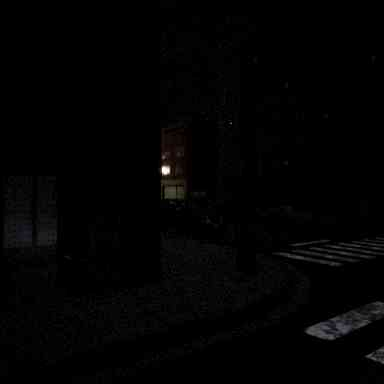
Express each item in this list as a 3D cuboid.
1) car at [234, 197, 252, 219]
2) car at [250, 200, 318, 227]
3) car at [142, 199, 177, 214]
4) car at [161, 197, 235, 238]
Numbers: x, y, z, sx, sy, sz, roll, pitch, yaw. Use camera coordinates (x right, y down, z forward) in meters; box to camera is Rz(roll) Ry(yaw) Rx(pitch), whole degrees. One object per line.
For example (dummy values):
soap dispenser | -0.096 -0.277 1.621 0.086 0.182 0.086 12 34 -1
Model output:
car | 2.939 1.313 27.160 2.192 1.841 5.009 0 0 -35
car | 6.129 1.529 22.669 1.752 1.417 4.829 0 0 -35
car | -3.643 1.530 36.417 1.887 1.381 4.507 0 0 -35
car | -0.317 1.285 17.889 2.192 1.841 5.009 0 0 -35
